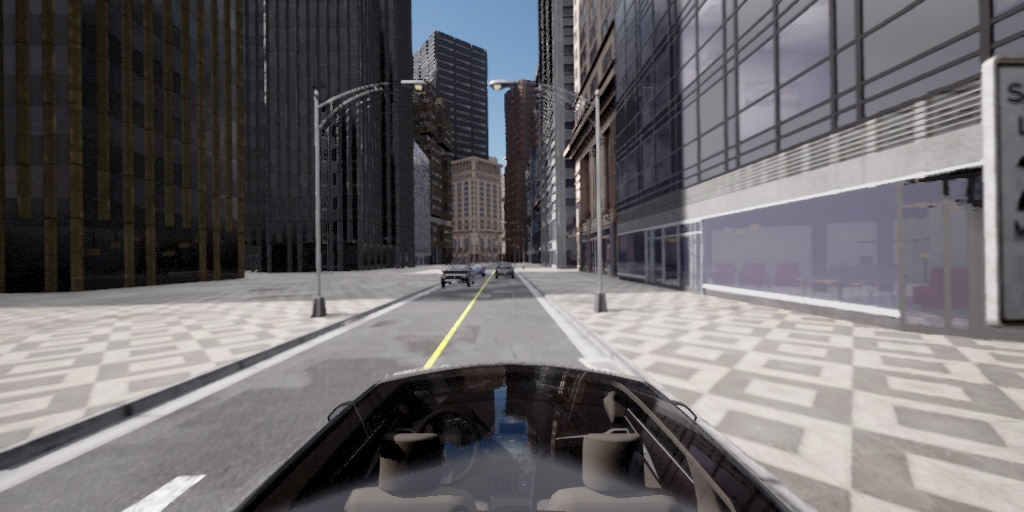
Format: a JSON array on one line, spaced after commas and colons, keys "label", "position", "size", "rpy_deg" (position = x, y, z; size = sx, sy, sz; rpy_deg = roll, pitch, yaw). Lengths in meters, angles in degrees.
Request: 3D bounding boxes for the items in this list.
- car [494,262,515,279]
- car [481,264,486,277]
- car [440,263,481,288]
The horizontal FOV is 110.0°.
[{"label": "car", "position": [-0.703, 1.439, 35.500], "size": [2.128, 1.511, 4.902], "rpy_deg": [-1, 0, -1]}, {"label": "car", "position": [-3.821, 1.537, 38.963], "size": [1.812, 1.442, 4.674], "rpy_deg": [-1, 0, -1]}, {"label": "car", "position": [-3.468, 1.176, 23.767], "size": [2.033, 1.411, 5.357], "rpy_deg": [-1, 0, -1]}]
